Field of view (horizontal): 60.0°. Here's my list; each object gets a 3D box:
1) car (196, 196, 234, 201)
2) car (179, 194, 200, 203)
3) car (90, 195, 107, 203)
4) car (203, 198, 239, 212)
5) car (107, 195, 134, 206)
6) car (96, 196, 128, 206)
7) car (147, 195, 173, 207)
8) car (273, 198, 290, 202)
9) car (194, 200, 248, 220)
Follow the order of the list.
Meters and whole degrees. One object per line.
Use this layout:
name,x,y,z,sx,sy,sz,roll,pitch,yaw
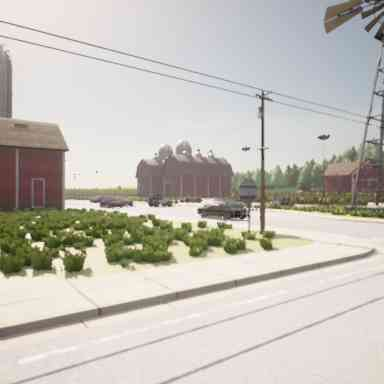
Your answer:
car,2.962,1.508,33.275,2.128,1.511,4.902,0,0,-37
car,-0.230,1.340,66.661,4.605,1.855,1.932,0,0,-36
car,-19.200,1.500,70.160,4.611,1.667,2.242,0,0,-36
car,3.492,1.526,40.063,4.193,1.474,1.816,0,0,-36
car,-10.967,1.564,52.046,2.033,1.411,5.357,0,0,-36
car,-11.198,1.615,46.258,1.895,1.301,4.718,0,0,-36
car,-4.921,1.333,50.614,3.866,1.878,1.905,0,0,-36
car,13.176,1.551,48.616,3.905,1.438,1.784,0,0,-36
car,2.523,1.615,27.635,1.895,1.301,4.718,0,0,-36
